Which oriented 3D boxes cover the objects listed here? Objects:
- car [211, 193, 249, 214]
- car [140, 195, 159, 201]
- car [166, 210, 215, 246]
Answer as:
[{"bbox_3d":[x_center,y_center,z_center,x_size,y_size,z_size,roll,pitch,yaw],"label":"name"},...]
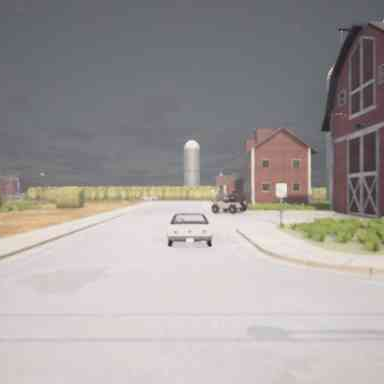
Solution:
[{"bbox_3d":[3.790,1.134,33.510,1.905,1.878,3.866,-8,4,-43],"label":"car"},{"bbox_3d":[-10.871,1.543,84.779,4.674,1.442,1.812,0,0,0],"label":"car"},{"bbox_3d":[-0.123,1.602,15.305,1.895,1.301,4.718,0,0,-1],"label":"car"}]
